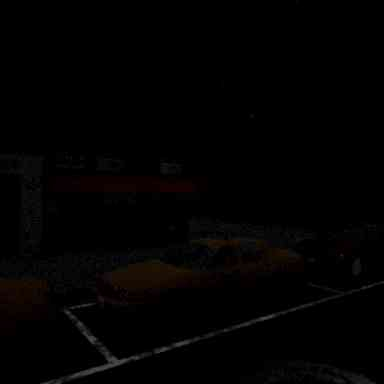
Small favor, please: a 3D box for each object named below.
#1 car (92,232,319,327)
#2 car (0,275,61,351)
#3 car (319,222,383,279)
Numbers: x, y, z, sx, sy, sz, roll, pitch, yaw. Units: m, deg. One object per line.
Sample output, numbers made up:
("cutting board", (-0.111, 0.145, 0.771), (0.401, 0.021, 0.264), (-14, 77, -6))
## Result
("car", (0.417, 1.569, 7.061), (4.829, 1.417, 1.752), (1, 0, -35))
("car", (-4.140, 1.513, 3.814), (4.829, 1.417, 1.752), (1, 0, -35))
("car", (5.112, 1.648, 10.407), (4.507, 1.381, 1.887), (1, 0, -35))
